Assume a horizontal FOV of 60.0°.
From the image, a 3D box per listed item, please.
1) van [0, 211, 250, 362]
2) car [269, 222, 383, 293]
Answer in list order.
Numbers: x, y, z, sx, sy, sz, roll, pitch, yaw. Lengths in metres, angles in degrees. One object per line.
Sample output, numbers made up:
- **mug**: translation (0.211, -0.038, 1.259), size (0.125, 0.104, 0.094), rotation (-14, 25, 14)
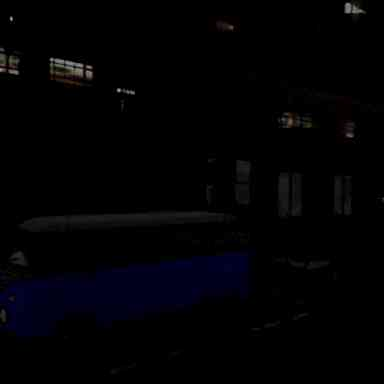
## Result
- **van**: translation (-0.913, 1.236, 5.394), size (3.998, 1.788, 1.690), rotation (0, 2, -32)
- **car**: translation (3.850, 1.461, 8.417), size (4.206, 1.307, 1.802), rotation (0, 2, -32)
